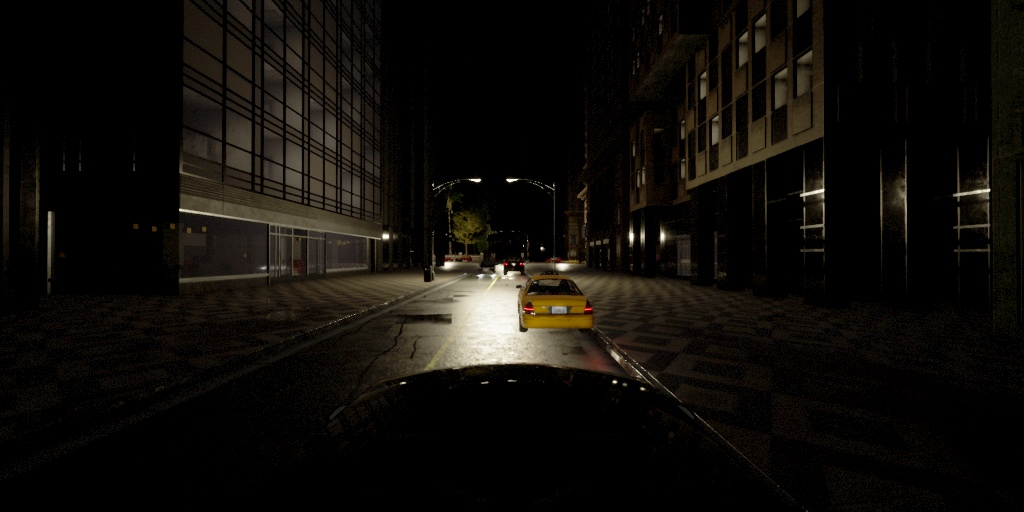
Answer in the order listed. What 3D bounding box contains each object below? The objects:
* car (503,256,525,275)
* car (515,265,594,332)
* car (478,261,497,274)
[{"bbox_3d":[0.233,0.976,38.290,2.150,2.045,5.566,0,0,1],"label":"car"},{"bbox_3d":[1.089,1.206,10.740,1.801,1.575,5.366,0,0,0],"label":"car"},{"bbox_3d":[-2.825,1.280,41.216,1.812,1.442,4.674,0,0,0],"label":"car"}]
